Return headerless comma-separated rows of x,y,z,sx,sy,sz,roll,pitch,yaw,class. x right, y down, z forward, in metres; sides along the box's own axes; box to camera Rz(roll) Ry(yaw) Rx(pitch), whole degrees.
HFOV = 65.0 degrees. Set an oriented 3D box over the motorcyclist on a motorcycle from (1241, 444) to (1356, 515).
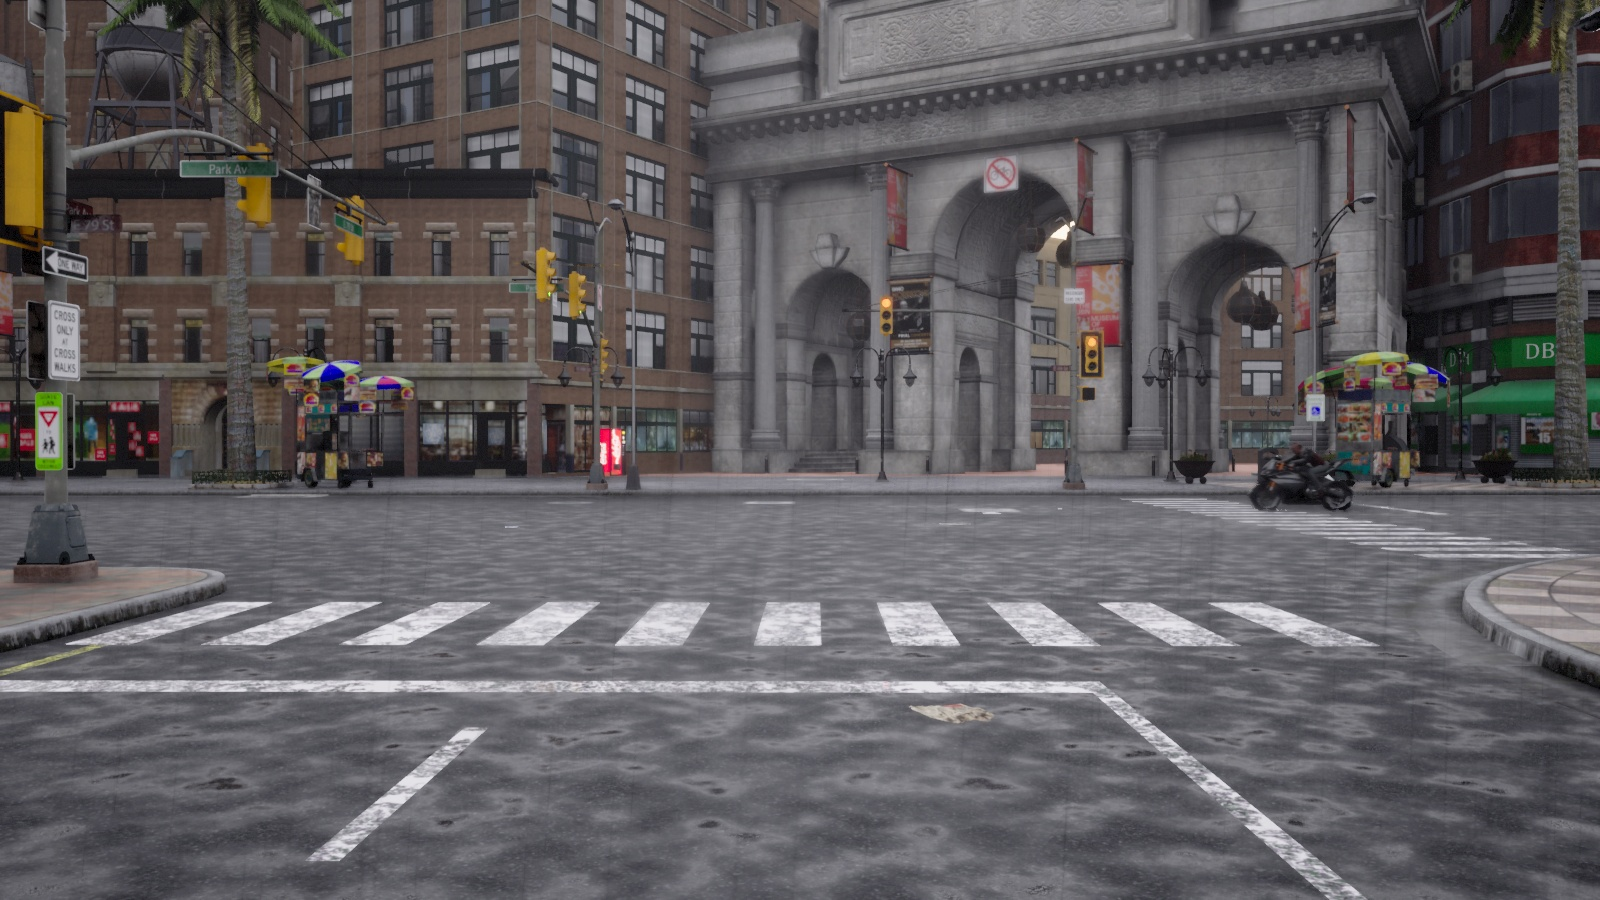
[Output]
10.959,0.634,27.659,2.191,1.530,0.866,0,0,1,motorcyclist on a motorcycle
